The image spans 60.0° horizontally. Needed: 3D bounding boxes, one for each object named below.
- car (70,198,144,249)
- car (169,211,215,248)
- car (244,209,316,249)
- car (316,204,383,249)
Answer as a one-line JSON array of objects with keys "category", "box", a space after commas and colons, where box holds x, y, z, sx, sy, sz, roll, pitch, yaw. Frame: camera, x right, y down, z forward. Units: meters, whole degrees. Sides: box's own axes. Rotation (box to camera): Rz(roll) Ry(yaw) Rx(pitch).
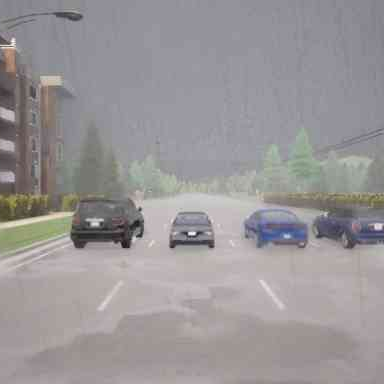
[{"category": "car", "box": [-3.500, 1.255, 14.680, 2.150, 2.045, 5.566, 0, 0, 0]}, {"category": "car", "box": [0.000, 1.560, 14.650, 2.033, 1.411, 5.357, 0, 0, 0]}, {"category": "car", "box": [3.500, 1.482, 14.650, 1.882, 1.535, 5.008, 0, 0, 0]}, {"category": "car", "box": [7.000, 1.363, 14.620, 2.097, 1.767, 4.553, 0, 0, 0]}]
